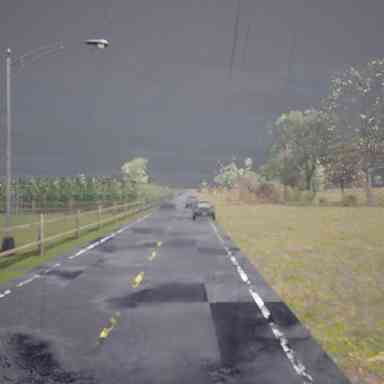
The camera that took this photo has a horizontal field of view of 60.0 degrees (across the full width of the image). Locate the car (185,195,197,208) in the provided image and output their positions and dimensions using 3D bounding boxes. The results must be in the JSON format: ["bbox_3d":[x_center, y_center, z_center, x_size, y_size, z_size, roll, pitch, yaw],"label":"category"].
[{"bbox_3d":[0.013,1.496,46.701,2.033,1.411,5.357,0,0,0],"label":"car"}]

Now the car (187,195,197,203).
[{"bbox_3d":[0.005,1.416,66.443,1.837,1.490,4.892,0,0,0],"label":"car"}]

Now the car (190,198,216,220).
[{"bbox_3d":[0.965,1.505,27.639,1.812,1.442,4.674,0,0,0],"label":"car"}]

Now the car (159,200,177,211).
[{"bbox_3d":[-2.839,1.560,39.875,1.895,1.301,4.718,0,0,0],"label":"car"}]
